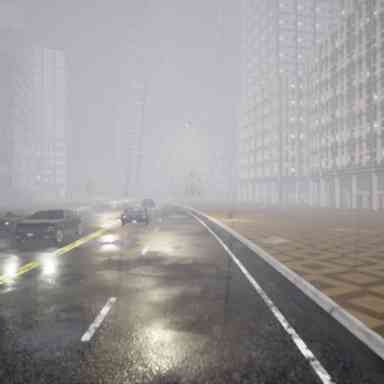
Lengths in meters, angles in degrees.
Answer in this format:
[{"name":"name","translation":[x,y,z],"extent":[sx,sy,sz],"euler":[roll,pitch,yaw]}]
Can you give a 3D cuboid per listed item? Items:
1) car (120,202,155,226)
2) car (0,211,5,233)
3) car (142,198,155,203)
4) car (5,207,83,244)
[{"name":"car","translation":[-3.947,1.682,24.168],"extent":[1.895,1.301,4.718],"euler":[0,0,-4]},{"name":"car","translation":[-10.278,1.695,19.161],"extent":[1.895,1.301,4.718],"euler":[0,0,-2]},{"name":"car","translation":[-6.281,1.625,47.786],"extent":[1.882,1.535,5.008],"euler":[0,0,-7]},{"name":"car","translation":[-6.939,1.552,16.584],"extent":[1.882,1.535,5.008],"euler":[0,0,-2]}]
